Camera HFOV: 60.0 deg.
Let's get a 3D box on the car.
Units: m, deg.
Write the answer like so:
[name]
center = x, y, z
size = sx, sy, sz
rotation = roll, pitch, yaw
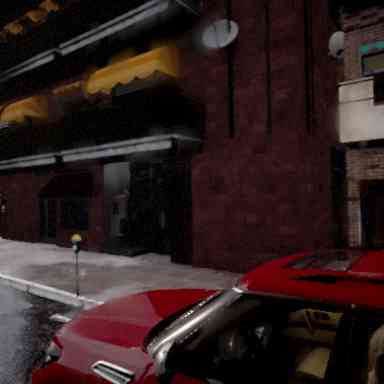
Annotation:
[car]
center = 1.066, 1.318, 2.130
size = 5.009, 1.841, 2.192
rotation = -1, -1, 35
